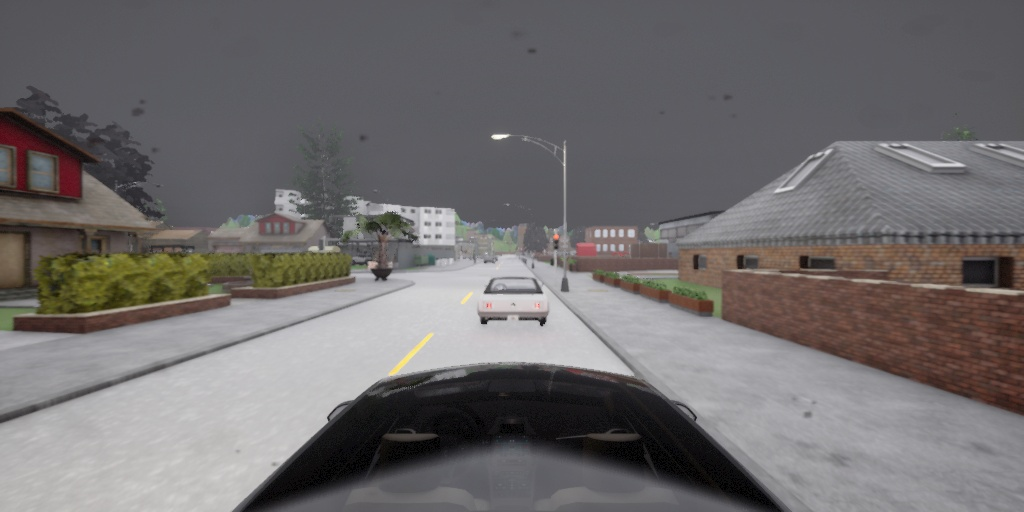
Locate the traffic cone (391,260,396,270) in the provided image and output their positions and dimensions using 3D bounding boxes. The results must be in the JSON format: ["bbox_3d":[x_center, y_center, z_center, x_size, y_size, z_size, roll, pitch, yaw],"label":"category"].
[{"bbox_3d":[-15.396,1.153,45.708,0.344,0.586,0.344,0,0,0],"label":"traffic cone"}]

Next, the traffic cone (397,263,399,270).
[{"bbox_3d":[-14.397,1.168,46.748,0.344,0.586,0.344,0,0,0],"label":"traffic cone"}]

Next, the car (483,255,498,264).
[{"bbox_3d":[-4.032,0.683,63.734,1.837,1.490,4.892,0,1,1],"label":"car"}]

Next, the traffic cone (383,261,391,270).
[{"bbox_3d":[-15.757,1.162,45.138,0.344,0.586,0.344,0,0,0],"label":"traffic cone"}]

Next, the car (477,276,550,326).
[{"bbox_3d":[0.052,1.262,11.273,1.895,1.301,4.718,0,0,1],"label":"car"}]
